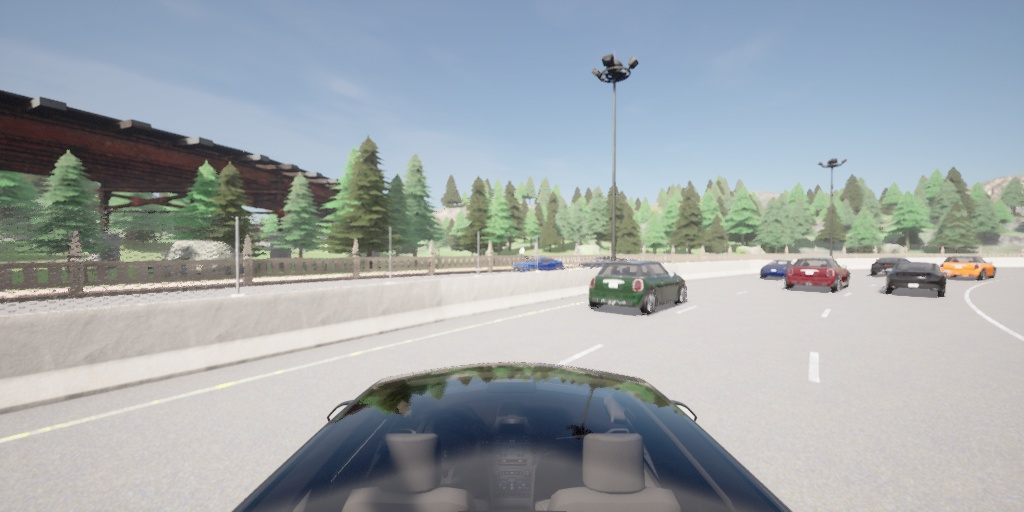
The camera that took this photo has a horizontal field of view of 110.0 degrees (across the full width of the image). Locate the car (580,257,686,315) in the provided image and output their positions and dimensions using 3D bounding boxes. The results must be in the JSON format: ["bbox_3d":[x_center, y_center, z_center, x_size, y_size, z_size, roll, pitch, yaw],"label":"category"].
[{"bbox_3d":[4.700,0.942,13.125,2.097,1.767,4.553,1,1,42],"label":"car"}]

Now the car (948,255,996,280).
[{"bbox_3d":[33.351,0.769,26.281,4.553,1.767,2.097,-1,1,-28],"label":"car"}]

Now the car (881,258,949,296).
[{"bbox_3d":[19.788,1.039,17.532,4.892,1.490,1.837,-1,1,-39],"label":"car"}]

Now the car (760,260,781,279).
[{"bbox_3d":[20.124,0.971,26.458,4.181,1.385,1.994,-1,1,-35],"label":"car"}]

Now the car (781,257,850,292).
[{"bbox_3d":[16.596,0.857,19.406,4.553,1.767,2.097,-1,1,-40],"label":"car"}]

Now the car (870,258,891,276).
[{"bbox_3d":[30.898,0.880,28.946,4.892,1.490,1.837,0,1,-28],"label":"car"}]

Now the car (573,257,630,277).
[{"bbox_3d":[7.633,0.836,30.434,4.902,1.511,2.128,-1,1,-39],"label":"car"}]

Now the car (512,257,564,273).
[{"bbox_3d":[2.259,0.819,30.477,5.008,1.535,1.882,0,1,-40],"label":"car"}]
